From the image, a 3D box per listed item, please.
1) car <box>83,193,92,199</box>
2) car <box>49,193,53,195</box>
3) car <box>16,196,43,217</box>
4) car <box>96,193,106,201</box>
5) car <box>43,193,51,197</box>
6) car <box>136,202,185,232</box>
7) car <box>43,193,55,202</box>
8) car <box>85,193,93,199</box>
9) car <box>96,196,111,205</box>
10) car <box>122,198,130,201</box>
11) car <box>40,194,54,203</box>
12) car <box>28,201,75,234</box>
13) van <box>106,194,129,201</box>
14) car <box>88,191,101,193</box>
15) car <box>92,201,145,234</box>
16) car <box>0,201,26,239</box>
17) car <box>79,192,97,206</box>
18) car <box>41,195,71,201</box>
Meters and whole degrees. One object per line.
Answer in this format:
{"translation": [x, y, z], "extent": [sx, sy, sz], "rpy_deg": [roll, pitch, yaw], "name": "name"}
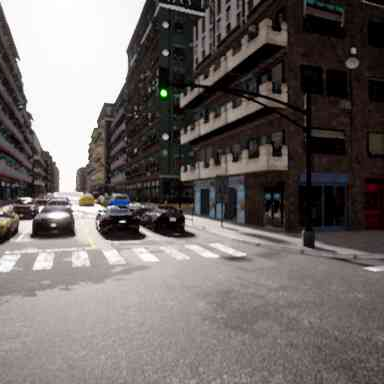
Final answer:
{"translation": [-27.576, 0.981, 87.959], "extent": [2.008, 1.369, 4.403], "rpy_deg": [1, 0, -21], "name": "car"}
{"translation": [-14.203, 1.222, 36.073], "extent": [1.882, 1.535, 5.008], "rpy_deg": [0, 0, -20], "name": "car"}
{"translation": [-13.541, 1.230, 26.921], "extent": [1.967, 1.590, 4.097], "rpy_deg": [1, 0, -21], "name": "car"}
{"translation": [-11.726, 1.240, 45.875], "extent": [1.752, 1.417, 4.829], "rpy_deg": [1, 0, -21], "name": "car"}
{"translation": [-21.497, 1.189, 48.043], "extent": [1.887, 1.381, 4.507], "rpy_deg": [1, 0, -21], "name": "car"}
{"translation": [-1.724, 1.465, 19.314], "extent": [1.947, 1.339, 4.313], "rpy_deg": [1, 0, -21], "name": "car"}
{"translation": [-27.461, 0.977, 63.885], "extent": [1.967, 1.590, 4.097], "rpy_deg": [1, 0, -21], "name": "car"}
{"translation": [-25.647, 0.989, 82.839], "extent": [1.752, 1.417, 4.829], "rpy_deg": [1, 0, -21], "name": "car"}
{"translation": [-13.656, 1.262, 50.996], "extent": [1.802, 1.307, 4.206], "rpy_deg": [1, 0, -21], "name": "car"}
{"translation": [-3.712, 1.413, 24.594], "extent": [2.008, 1.369, 4.403], "rpy_deg": [1, 0, -21], "name": "car"}
{"translation": [-25.475, 1.123, 58.604], "extent": [2.008, 1.369, 4.403], "rpy_deg": [1, 0, -21], "name": "car"}
{"translation": [-7.502, 1.432, 18.195], "extent": [1.994, 1.385, 4.181], "rpy_deg": [0, 0, -21], "name": "car"}
{"translation": [-7.685, 1.130, 35.155], "extent": [1.690, 1.788, 3.998], "rpy_deg": [1, 0, -21], "name": "van"}
{"translation": [-17.627, 0.923, 61.557], "extent": [2.192, 1.841, 5.009], "rpy_deg": [1, 0, -21], "name": "car"}
{"translation": [-4.207, 1.451, 18.524], "extent": [1.994, 1.385, 4.181], "rpy_deg": [0, 0, -21], "name": "car"}
{"translation": [-9.505, 1.391, 16.201], "extent": [1.752, 1.417, 4.829], "rpy_deg": [1, 0, -21], "name": "car"}
{"translation": [-14.831, 1.169, 46.732], "extent": [1.882, 1.535, 5.008], "rpy_deg": [0, 0, -21], "name": "car"}
{"translation": [-10.571, 1.289, 26.353], "extent": [1.882, 1.535, 5.008], "rpy_deg": [0, 0, -21], "name": "car"}
